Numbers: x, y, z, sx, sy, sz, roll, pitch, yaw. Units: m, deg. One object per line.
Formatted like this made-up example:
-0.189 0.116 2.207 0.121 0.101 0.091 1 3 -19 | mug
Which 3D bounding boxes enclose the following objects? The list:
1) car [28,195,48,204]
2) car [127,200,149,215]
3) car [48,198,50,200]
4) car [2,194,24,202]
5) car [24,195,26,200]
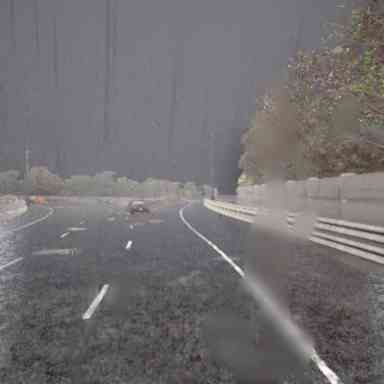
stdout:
-31.802 1.498 68.105 2.097 1.767 4.553 0 0 -40 | car
-5.738 1.557 34.939 1.812 1.442 4.674 0 0 -18 | car
-38.451 1.703 84.945 5.357 1.411 2.033 0 0 39 | car
-42.865 1.779 79.509 4.718 1.301 1.895 0 0 39 | car
-40.653 1.706 82.233 4.902 1.511 2.128 0 0 39 | car
